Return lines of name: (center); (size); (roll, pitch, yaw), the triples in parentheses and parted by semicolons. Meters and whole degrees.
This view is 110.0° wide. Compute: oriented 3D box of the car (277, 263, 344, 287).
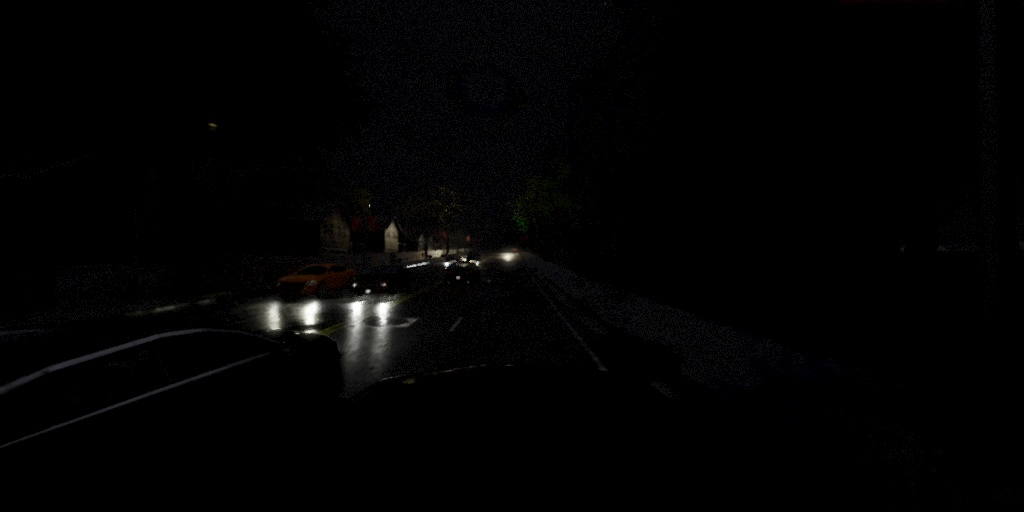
car: (-9.850, 1.137, 18.486); (1.882, 1.535, 5.008); (0, 1, 0)

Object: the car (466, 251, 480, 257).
car: (-6.545, 0.012, 60.219); (2.097, 1.767, 4.553); (0, 2, 1)

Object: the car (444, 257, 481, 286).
car: (-3.152, 1.059, 23.443); (1.882, 1.535, 5.008); (0, 1, 0)

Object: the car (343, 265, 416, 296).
car: (-6.600, 1.199, 19.091); (2.033, 1.411, 5.357); (0, 1, 0)

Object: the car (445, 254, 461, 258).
car: (-9.791, 0.279, 59.565); (1.895, 1.301, 4.718); (0, 2, 1)

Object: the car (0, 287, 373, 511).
car: (-3.149, 1.244, 2.821); (2.128, 1.511, 4.902); (0, 0, 0)
